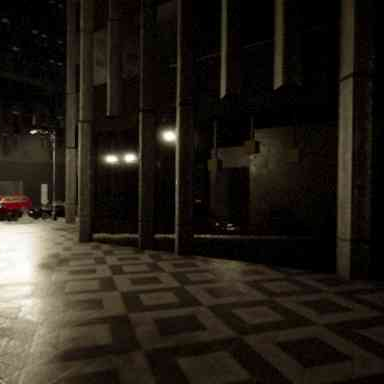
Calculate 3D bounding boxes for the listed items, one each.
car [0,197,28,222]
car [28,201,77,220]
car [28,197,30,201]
[{"bbox_3d":[-15.961,1.505,25.833,2.192,1.841,5.009,1,0,35],"label":"car"},{"bbox_3d":[-12.702,1.785,30.440,1.947,1.339,4.313,1,0,35],"label":"car"},{"bbox_3d":[-19.650,1.409,35.373,2.192,1.841,5.009,1,0,35],"label":"car"}]
